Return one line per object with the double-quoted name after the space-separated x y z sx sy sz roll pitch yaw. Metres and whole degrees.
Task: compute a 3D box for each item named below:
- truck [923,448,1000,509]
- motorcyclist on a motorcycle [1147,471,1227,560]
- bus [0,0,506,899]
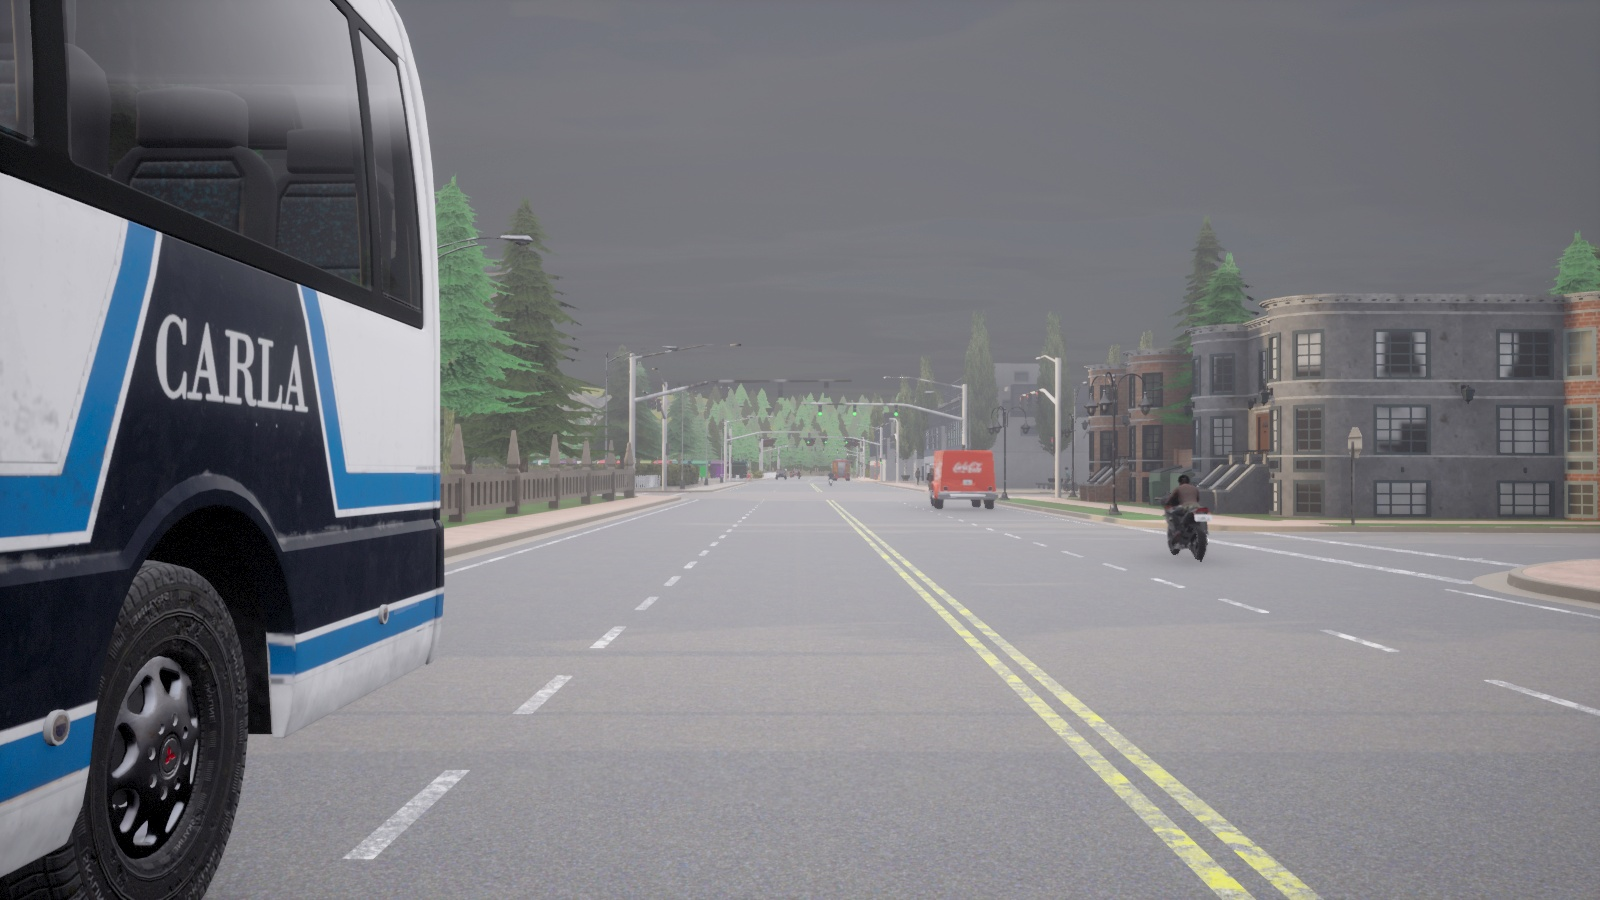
6.874 1.206 54.043 2.627 2.467 5.204 0 -1 0 "truck"
6.948 1.148 22.648 0.797 1.523 2.044 0 -1 0 "motorcyclist on a motorcycle"
-3.508 -0.523 1.472 3.944 4.253 10.273 0 -1 0 "bus"
